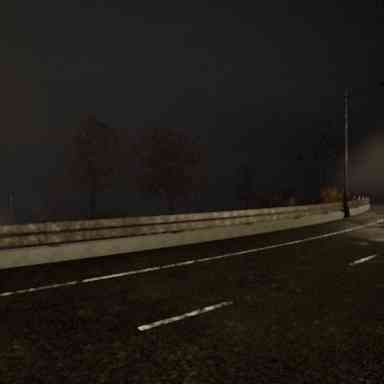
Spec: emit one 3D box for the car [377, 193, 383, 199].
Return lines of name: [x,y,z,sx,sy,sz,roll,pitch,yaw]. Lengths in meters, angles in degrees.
car: [46.761,0.860,82.058,1.882,1.535,5.008,0,0,3]

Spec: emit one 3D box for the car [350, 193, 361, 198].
car: [39.802,0.925,83.545,1.994,1.385,4.181,0,0,3]

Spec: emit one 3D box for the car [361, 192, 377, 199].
car: [43.253,0.746,82.828,2.097,1.767,4.553,0,0,3]
